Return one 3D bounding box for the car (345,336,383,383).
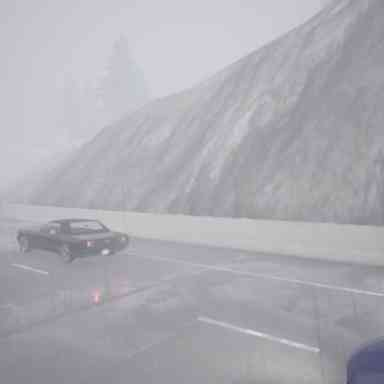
[{"bbox_3d":[3.318,1.534,1.701,4.674,1.442,1.812,0,0,35],"label":"car"}]

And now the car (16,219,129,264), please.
[{"bbox_3d":[-4.474,1.618,12.035,4.718,1.301,1.895,0,0,39],"label":"car"}]
